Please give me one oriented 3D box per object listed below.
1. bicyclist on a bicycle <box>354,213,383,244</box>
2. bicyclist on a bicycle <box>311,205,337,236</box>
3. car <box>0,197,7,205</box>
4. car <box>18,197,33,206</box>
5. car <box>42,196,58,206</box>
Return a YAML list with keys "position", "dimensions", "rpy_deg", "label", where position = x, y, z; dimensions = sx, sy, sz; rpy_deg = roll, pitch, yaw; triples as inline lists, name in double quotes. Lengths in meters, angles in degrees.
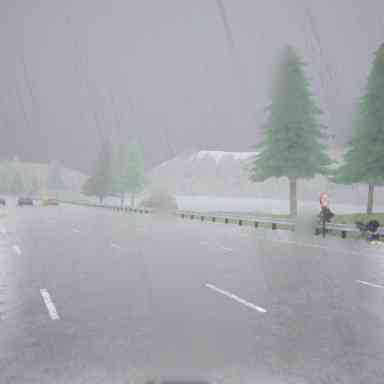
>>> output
- position: [7.811, 1.730, 14.568]
  dimensions: [1.620, 1.656, 0.582]
  rpy_deg: [-2, -1, -17]
  label: "bicyclist on a bicycle"
- position: [6.762, 1.419, 16.909]
  dimensions: [1.656, 1.620, 0.582]
  rpy_deg: [4, -2, -19]
  label: "bicyclist on a bicycle"
- position: [-32.451, 1.526, 56.119]
  dimensions: [1.812, 1.442, 4.674]
  rpy_deg: [0, 0, -32]
  label: "car"
- position: [-27.542, 1.491, 54.965]
  dimensions: [2.128, 1.511, 4.902]
  rpy_deg: [0, 0, -33]
  label: "car"
- position: [-23.640, 1.478, 55.371]
  dimensions: [1.882, 1.535, 5.008]
  rpy_deg: [0, 0, -33]
  label: "car"
